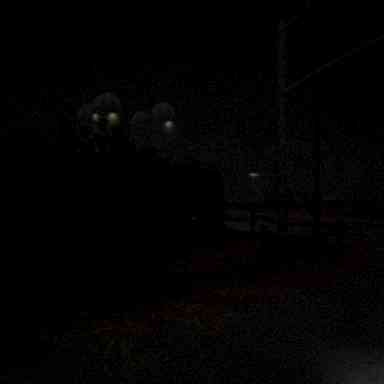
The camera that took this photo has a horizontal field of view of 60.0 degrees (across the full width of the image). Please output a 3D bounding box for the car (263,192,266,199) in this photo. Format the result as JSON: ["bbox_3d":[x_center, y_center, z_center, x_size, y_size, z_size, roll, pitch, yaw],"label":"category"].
[{"bbox_3d":[19.762,0.901,87.085,1.905,1.878,3.866,6,3,11],"label":"car"}]
